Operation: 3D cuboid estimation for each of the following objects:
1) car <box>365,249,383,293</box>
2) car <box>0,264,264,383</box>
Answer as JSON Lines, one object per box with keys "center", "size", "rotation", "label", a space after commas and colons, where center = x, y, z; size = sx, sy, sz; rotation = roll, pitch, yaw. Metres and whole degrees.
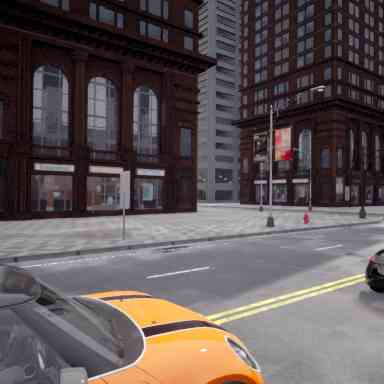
{"center": [5.863, 1.576, 7.646], "size": [4.181, 1.385, 1.994], "rotation": [0, 0, -35], "label": "car"}
{"center": [-1.563, 1.352, 2.324], "size": [4.553, 1.767, 2.097], "rotation": [0, 0, -36], "label": "car"}
